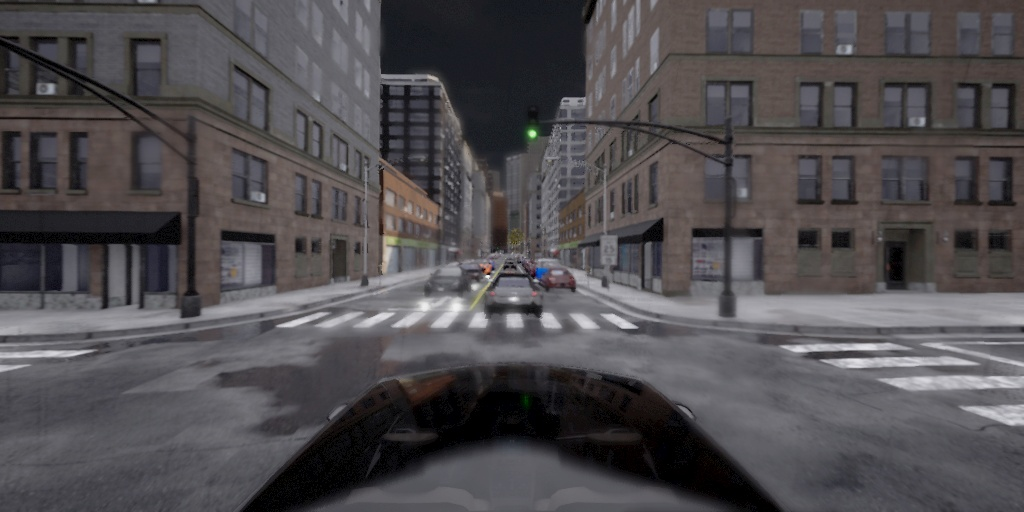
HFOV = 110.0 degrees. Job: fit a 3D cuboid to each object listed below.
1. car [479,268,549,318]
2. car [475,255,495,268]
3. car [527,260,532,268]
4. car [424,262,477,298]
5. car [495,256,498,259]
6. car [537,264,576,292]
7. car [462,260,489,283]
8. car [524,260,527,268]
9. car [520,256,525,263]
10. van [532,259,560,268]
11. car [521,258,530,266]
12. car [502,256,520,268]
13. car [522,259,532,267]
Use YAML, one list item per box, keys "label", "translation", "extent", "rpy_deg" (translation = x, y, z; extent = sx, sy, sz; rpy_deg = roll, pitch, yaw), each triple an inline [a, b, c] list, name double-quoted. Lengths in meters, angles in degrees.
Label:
- label: "car"
  translation: [0.054, 1.314, 13.102]
  extent: [1.994, 1.385, 4.181]
  rpy_deg: [0, 0, 0]
- label: "car"
  translation: [-3.269, 1.056, 38.164]
  extent: [2.097, 1.767, 4.553]
  rpy_deg: [0, 0, 0]
- label: "car"
  translation: [2.586, 1.301, 31.974]
  extent: [1.888, 1.381, 4.507]
  rpy_deg: [0, 0, 0]
- label: "car"
  translation: [-3.176, 1.249, 18.605]
  extent: [1.812, 1.442, 4.674]
  rpy_deg: [0, 0, 1]
- label: "car"
  translation: [-3.282, 1.148, 48.221]
  extent: [1.882, 1.535, 5.008]
  rpy_deg: [0, 0, 0]
- label: "car"
  translation: [2.662, 1.346, 20.871]
  extent: [1.802, 1.307, 4.207]
  rpy_deg: [0, 0, 0]
- label: "car"
  translation: [-3.240, 1.264, 28.255]
  extent: [2.033, 1.411, 5.357]
  rpy_deg: [0, 0, 0]
- label: "car"
  translation: [2.548, 1.330, 37.531]
  extent: [1.802, 1.307, 4.207]
  rpy_deg: [0, 0, 0]
- label: "car"
  translation: [2.780, 1.178, 61.027]
  extent: [1.812, 1.442, 4.674]
  rpy_deg: [0, 0, 0]
- label: "van"
  translation: [2.624, 1.101, 26.423]
  extent: [1.690, 1.789, 3.998]
  rpy_deg: [0, 0, 0]
- label: "car"
  translation: [2.473, 1.292, 48.639]
  extent: [1.802, 1.307, 4.207]
  rpy_deg: [0, 0, 0]
- label: "car"
  translation: [-0.282, 1.192, 49.105]
  extent: [1.837, 1.490, 4.892]
  rpy_deg: [0, 0, 0]
- label: "car"
  translation: [2.511, 1.315, 43.083]
  extent: [1.802, 1.307, 4.207]
  rpy_deg: [0, 0, 0]
